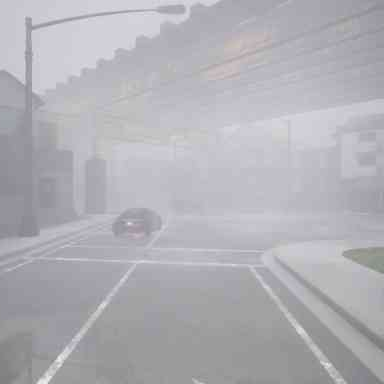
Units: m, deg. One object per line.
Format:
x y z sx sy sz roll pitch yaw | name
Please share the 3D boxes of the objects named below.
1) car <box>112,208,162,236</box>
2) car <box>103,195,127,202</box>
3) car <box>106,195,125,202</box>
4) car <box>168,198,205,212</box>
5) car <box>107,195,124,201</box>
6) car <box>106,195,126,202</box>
-2.946 1.562 18.607 1.994 1.385 4.181 0 0 5 | car
-16.819 1.453 72.464 4.974 1.542 2.038 0 0 -15 | car
-17.496 1.453 76.133 2.038 1.542 4.974 0 0 15 | car
-0.745 1.478 38.931 1.882 1.535 5.008 0 0 -45 | car
-17.482 1.295 76.183 1.853 1.218 4.536 0 0 15 | car
-16.769 1.295 72.477 4.536 1.218 1.853 0 0 -15 | car
